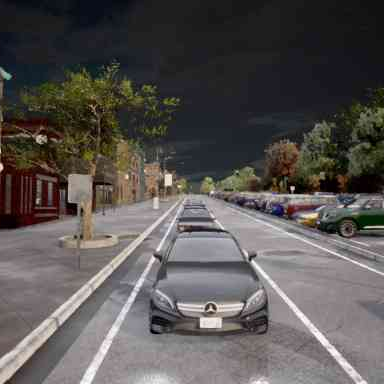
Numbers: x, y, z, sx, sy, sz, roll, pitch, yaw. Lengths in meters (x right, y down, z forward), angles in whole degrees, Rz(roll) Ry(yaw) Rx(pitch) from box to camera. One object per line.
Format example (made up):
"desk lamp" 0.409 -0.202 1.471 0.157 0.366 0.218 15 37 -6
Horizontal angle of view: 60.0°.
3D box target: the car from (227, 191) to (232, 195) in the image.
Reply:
"car" 9.002 1.139 59.131 4.553 1.767 2.185 0 1 0

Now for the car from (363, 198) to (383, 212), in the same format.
"car" 22.179 1.469 37.469 4.792 1.488 2.163 0 0 0

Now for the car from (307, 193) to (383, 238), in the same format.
"car" 9.248 1.221 17.075 5.566 2.045 2.435 0 0 0

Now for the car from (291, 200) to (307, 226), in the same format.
"car" 9.071 1.466 19.877 5.366 1.575 1.946 0 0 0

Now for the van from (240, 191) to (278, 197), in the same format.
"van" 9.189 1.163 45.118 4.442 1.987 1.878 0 0 0

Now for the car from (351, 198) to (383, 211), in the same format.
"car" 22.217 1.452 40.252 4.792 1.488 2.163 0 0 0

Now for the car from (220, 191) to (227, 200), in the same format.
"car" 8.901 0.964 64.736 5.566 2.045 2.435 0 1 0

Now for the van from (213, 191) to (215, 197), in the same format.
"van" 8.629 0.765 89.964 4.442 1.987 1.878 0 1 0

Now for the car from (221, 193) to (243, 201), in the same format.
"car" 8.837 1.014 73.147 4.553 1.767 2.185 0 1 0

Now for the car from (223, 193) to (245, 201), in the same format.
"car" 8.858 1.039 70.343 4.553 1.767 2.185 0 1 0

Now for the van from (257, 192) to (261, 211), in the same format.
"van" 9.271 1.222 33.897 4.442 1.987 1.878 0 0 0

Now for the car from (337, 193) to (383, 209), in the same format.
"car" 22.139 1.153 43.024 5.566 2.045 2.435 0 0 0

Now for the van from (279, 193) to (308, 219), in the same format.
"van" 9.332 1.237 25.486 4.442 1.987 1.878 0 0 0

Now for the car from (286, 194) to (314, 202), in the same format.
"car" 21.992 1.189 68.009 4.892 1.521 2.231 0 1 0

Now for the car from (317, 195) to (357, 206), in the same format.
"car" 22.293 1.333 51.355 5.366 1.575 1.946 0 1 0

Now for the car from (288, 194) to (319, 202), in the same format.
"car" 21.821 1.209 65.231 5.366 1.575 1.946 0 0 0

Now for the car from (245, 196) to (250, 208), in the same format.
"car" 9.111 1.466 39.508 4.674 1.452 2.002 0 0 0

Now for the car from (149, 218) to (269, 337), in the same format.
"car" 0.251 1.524 6.868 1.812 1.442 4.674 0 0 0

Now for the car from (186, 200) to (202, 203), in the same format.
"car" 0.214 1.443 29.903 2.128 1.511 4.902 0 0 0

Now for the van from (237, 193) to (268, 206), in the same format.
"van" 9.148 1.114 50.722 4.442 1.987 1.878 0 1 0

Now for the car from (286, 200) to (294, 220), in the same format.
"car" 9.238 1.506 22.682 4.674 1.452 2.002 0 0 0

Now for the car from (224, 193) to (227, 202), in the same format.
"car" 8.947 1.280 61.936 4.674 1.452 2.002 0 1 0

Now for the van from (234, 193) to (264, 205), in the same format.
"van" 9.128 1.089 53.525 4.442 1.987 1.878 0 1 0

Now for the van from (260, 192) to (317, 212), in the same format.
"van" 9.058 1.230 31.094 4.442 1.987 1.878 0 0 0

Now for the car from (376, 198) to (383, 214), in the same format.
"car" 22.413 1.444 34.698 5.366 1.575 1.946 0 0 0

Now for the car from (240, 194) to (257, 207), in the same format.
"car" 9.099 1.409 42.311 4.892 1.521 2.231 0 0 0

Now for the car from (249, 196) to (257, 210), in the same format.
"car" 9.163 1.470 36.700 4.792 1.488 2.163 0 0 0

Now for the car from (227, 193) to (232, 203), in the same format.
"car" 8.984 1.291 56.330 4.892 1.521 2.231 0 1 0

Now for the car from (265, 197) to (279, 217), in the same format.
"car" 9.190 1.460 28.288 5.008 1.535 2.097 0 0 0

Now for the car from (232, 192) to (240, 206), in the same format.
"car" 9.024 1.113 47.917 5.566 2.045 2.435 0 1 0

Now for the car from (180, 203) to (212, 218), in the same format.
"car" 0.190 1.532 17.447 2.033 1.411 5.357 0 0 0

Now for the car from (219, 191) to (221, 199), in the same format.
"car" 8.881 0.939 67.539 5.566 2.045 2.435 0 1 0

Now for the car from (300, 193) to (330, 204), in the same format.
"car" 22.077 1.136 59.681 4.553 1.767 2.185 0 1 0

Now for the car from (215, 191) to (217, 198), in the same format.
"car" 8.802 1.065 81.557 5.008 1.535 2.097 0 1 0
